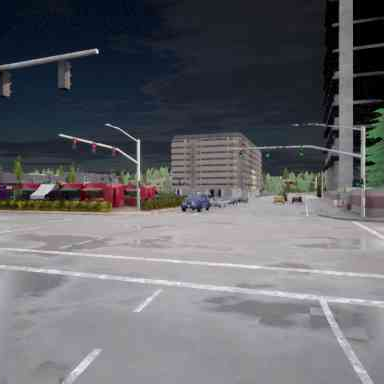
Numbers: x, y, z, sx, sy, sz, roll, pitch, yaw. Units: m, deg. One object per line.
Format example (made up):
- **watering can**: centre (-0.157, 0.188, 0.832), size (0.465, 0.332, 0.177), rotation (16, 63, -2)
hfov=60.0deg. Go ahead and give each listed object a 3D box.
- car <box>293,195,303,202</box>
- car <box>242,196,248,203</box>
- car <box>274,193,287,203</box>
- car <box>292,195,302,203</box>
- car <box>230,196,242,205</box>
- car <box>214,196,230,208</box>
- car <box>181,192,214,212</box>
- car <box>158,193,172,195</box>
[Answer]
- **car**: centre (24.622, 1.525, 77.350), size (2.128, 1.511, 4.902), rotation (0, 0, 19)
- **car**: centre (10.239, 1.547, 67.648), size (2.033, 1.411, 5.357), rotation (0, 0, 19)
- **car**: centre (18.129, 1.478, 69.001), size (1.882, 1.535, 5.008), rotation (0, 0, 19)
- **car**: centre (21.345, 1.478, 67.602), size (1.882, 1.535, 5.008), rotation (0, 0, 19)
- **car**: centre (6.780, 1.491, 57.654), size (2.128, 1.511, 4.902), rotation (0, 0, 19)
- **car**: centre (3.670, 1.601, 48.532), size (1.895, 1.301, 4.718), rotation (0, 0, 19)
- **car**: centre (0.536, 1.221, 39.286), size (2.150, 2.045, 5.566), rotation (0, 0, 19)
- **car**: centre (-8.090, 1.209, 81.401), size (4.605, 1.855, 1.932), rotation (0, 0, 19)
